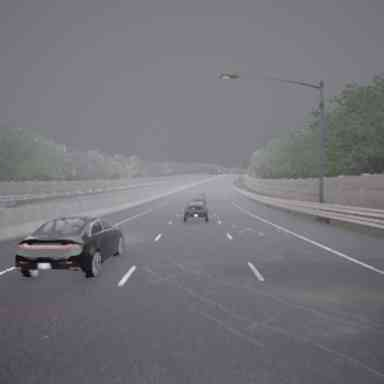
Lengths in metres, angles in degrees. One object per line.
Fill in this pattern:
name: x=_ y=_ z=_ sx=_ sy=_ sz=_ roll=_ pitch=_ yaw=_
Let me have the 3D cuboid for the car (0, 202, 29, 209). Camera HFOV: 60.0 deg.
car: x=-13.740 y=1.466 z=25.049 sx=1.994 sy=1.385 sz=4.181 roll=0 pitch=0 yaw=1

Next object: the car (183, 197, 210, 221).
car: x=0.330 y=1.424 z=26.125 sx=1.837 sy=1.490 sz=4.892 roll=0 pitch=0 yaw=1

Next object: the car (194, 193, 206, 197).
car: x=0.845 y=1.228 z=41.437 sx=1.837 sy=1.490 sz=4.892 roll=0 pitch=1 yaw=2

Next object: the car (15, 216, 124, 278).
car: x=-3.348 y=1.467 z=10.003 sx=2.128 sy=1.511 sz=4.902 roll=0 pitch=0 yaw=0
